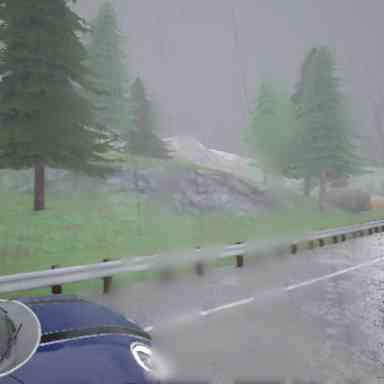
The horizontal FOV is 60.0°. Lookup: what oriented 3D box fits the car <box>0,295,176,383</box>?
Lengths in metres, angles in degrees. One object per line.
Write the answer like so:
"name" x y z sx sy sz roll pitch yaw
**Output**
"car" -2.319 1.361 2.250 4.553 1.767 2.097 0 0 -35
